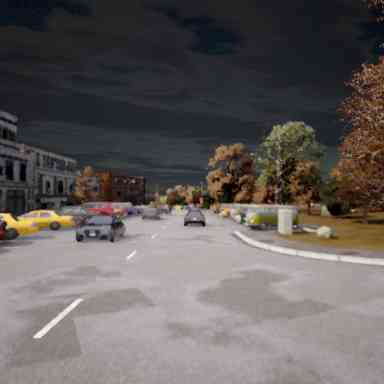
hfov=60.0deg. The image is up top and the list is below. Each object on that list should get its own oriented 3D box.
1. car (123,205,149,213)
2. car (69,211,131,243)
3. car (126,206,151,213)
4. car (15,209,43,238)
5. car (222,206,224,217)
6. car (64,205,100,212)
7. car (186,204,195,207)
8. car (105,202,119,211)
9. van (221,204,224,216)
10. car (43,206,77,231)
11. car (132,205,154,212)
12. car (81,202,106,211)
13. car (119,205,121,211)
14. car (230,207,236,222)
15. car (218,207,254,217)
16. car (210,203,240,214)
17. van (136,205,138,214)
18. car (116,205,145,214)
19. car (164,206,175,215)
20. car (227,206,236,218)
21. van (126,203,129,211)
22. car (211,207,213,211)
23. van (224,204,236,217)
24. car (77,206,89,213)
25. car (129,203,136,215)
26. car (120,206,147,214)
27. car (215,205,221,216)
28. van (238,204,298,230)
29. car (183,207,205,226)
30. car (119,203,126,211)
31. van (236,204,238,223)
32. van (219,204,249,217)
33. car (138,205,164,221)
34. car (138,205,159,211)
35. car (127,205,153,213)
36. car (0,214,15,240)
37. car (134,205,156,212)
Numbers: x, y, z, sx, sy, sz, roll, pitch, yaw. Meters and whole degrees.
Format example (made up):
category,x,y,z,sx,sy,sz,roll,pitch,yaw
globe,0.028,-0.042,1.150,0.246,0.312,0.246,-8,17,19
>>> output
category,x,y,z,sx,sy,sz,roll,pitch,yaw
car,-11.047,3.391,65.630,4.892,1.521,2.231,0,-2,-20
car,-5.025,2.017,18.802,1.994,1.385,4.181,0,-2,0
car,-11.021,3.531,68.557,4.674,1.452,2.002,0,-2,-20
car,-11.518,1.877,18.656,5.366,1.575,1.946,0,-2,-20
car,6.618,2.785,41.985,4.674,1.452,2.002,2,-2,-20
car,-11.258,2.232,30.442,4.892,1.521,2.231,0,-2,-20
car,0.348,3.290,57.601,1.994,1.385,4.181,0,-2,1
car,-11.255,2.160,36.302,5.566,2.045,2.435,0,-2,-20
van,6.756,2.620,44.974,4.442,1.987,1.878,2,-2,-20
car,-11.479,2.050,24.515,5.366,1.575,1.946,0,-2,-20
car,-10.983,3.734,74.422,4.674,1.452,2.002,0,-2,-20
car,-11.281,2.194,33.376,4.553,1.767,2.185,0,-2,-20
car,-11.211,2.544,39.240,4.674,1.452,2.002,0,-2,-20
car,6.569,2.508,33.150,4.674,1.452,2.002,2,-2,-20
car,6.672,3.036,50.811,4.892,1.521,2.231,2,-2,-20
car,6.775,3.391,68.461,5.566,2.045,2.435,2,-2,-20
van,-11.026,2.661,51.017,4.442,1.987,1.878,0,-2,-20
car,-11.081,3.187,59.761,4.892,1.521,2.231,0,-2,-20
car,-4.661,3.340,59.560,2.033,1.411,5.357,0,-2,0
car,6.586,2.600,36.094,4.674,1.452,2.002,2,-2,-20
van,-11.280,2.466,45.066,4.442,1.987,1.878,0,-2,-20
car,6.802,3.571,65.535,4.792,1.488,2.163,2,-2,-20
van,6.501,2.423,39.003,4.442,1.987,1.878,2,-2,-20
car,-11.253,2.172,27.516,4.792,1.488,2.163,0,-2,-19
car,-11.145,2.788,48.033,5.008,1.535,2.097,0,-2,-20
car,-11.029,3.317,62.705,4.792,1.488,2.163,0,-2,-20
car,6.487,2.929,47.804,5.366,1.575,1.946,2,-2,-20
van,6.422,2.061,27.232,4.442,1.987,1.878,2,-2,-20
car,0.260,2.460,32.136,1.994,1.385,4.181,0,-2,0
car,-11.161,2.471,42.181,4.553,1.767,2.185,0,-2,-20
van,6.659,2.157,30.262,4.442,1.987,1.878,2,-2,-20
van,6.810,2.914,53.806,4.442,1.987,1.878,2,-2,-19
car,-4.875,2.599,39.916,1.837,1.490,4.892,0,-2,1
car,-10.920,4.001,83.214,4.892,1.521,2.231,0,-2,-20
car,-11.171,3.588,71.423,5.366,1.575,1.946,0,-2,-20
car,-11.387,1.824,15.772,4.792,1.488,2.163,0,-2,-20
car,-10.968,3.797,77.355,4.892,1.521,2.231,0,-2,-20
